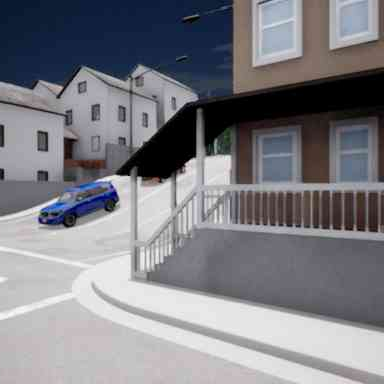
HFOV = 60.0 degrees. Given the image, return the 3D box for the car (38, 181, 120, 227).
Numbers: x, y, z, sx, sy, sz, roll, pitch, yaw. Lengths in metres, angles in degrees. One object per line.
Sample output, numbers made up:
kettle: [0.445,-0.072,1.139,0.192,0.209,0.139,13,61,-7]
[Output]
car: [-7.285,0.711,21.858,2.150,2.045,5.566,0,14,34]

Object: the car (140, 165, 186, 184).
car: [-2.572,-2.019,28.789,2.097,1.767,4.553,0,18,34]
